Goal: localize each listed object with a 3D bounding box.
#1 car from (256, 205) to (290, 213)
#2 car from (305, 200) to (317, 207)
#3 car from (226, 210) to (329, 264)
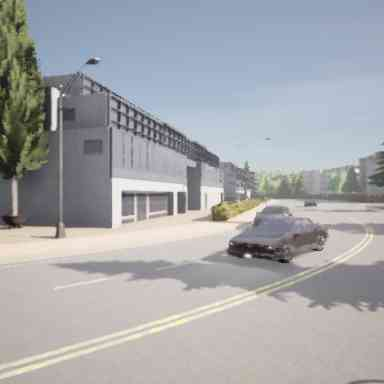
[{"bbox_3d":[5.477,1.655,21.902,1.837,1.490,4.892,0,0,27],"label":"car"},{"bbox_3d":[20.650,1.972,57.827,1.895,1.301,4.718,0,0,16],"label":"car"},{"bbox_3d":[3.476,1.633,12.503,2.033,1.411,5.357,0,-1,40],"label":"car"}]
